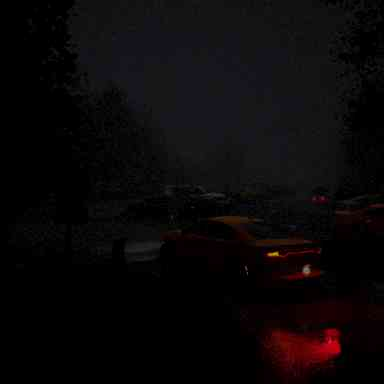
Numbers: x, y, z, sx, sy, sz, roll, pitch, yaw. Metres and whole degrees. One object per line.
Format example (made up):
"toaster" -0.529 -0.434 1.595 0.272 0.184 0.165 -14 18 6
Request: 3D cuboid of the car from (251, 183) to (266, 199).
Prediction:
"car" 5.744 0.103 40.074 5.366 1.575 1.946 1 3 24

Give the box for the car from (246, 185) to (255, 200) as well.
"car" 3.432 0.347 34.900 5.366 1.575 1.946 1 3 24

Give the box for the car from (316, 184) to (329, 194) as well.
"car" 22.383 -0.568 56.911 1.882 1.535 5.008 1 2 24

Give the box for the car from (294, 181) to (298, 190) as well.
"car" 18.302 -0.981 67.746 4.892 1.521 2.231 1 2 24

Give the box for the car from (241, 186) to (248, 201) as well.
"car" 2.475 0.474 32.290 4.892 1.521 2.231 1 3 24

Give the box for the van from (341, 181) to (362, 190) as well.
"van" 37.089 -1.567 77.428 4.442 1.987 1.878 1 2 24

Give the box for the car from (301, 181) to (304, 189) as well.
"car" 22.829 -1.367 77.879 5.008 1.535 2.097 1 2 24

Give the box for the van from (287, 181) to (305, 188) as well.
"van" 28.379 -2.000 90.569 4.442 1.987 1.878 1 1 24

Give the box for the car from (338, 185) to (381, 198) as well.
"car" 22.308 -0.096 44.621 5.008 1.535 2.097 1 2 24

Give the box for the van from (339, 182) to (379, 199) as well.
"van" 21.069 -0.224 42.116 4.442 1.987 1.878 1 3 24

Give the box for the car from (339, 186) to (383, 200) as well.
"car" 20.072 0.134 39.559 4.792 1.488 2.163 1 3 24

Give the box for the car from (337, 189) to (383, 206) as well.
"car" 16.635 0.474 32.007 4.792 1.488 2.163 1 3 24

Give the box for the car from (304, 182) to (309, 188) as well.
"car" 26.255 -1.906 85.455 5.566 2.045 2.435 1 2 24

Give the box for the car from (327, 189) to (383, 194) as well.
"car" 13.105 0.798 24.491 5.366 1.575 1.946 1 3 24

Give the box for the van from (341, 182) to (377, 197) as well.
"van" 23.539 -0.416 47.094 4.442 1.987 1.878 1 2 24

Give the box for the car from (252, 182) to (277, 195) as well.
"car" 9.284 -0.335 47.462 4.553 1.767 2.185 1 3 24

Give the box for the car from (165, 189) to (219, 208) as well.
"car" -0.920 0.834 24.693 5.008 1.535 2.097 1 3 24

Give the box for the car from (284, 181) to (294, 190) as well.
"car" 15.875 -0.796 62.753 5.366 1.575 1.946 1 2 24

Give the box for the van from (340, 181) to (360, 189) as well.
"van" 38.059 -1.671 80.172 4.442 1.987 1.878 1 2 24

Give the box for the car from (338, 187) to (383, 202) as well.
"car" 18.996 0.238 37.151 4.792 1.488 2.163 1 3 24

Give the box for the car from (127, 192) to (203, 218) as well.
"car" -2.084 0.983 22.176 4.792 1.488 2.163 1 3 24

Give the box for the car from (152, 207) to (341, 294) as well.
"car" 0.942 1.359 8.600 1.882 1.535 5.008 2 -1 -32

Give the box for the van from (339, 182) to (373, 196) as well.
"van" 24.455 -0.516 49.717 4.442 1.987 1.878 1 2 24

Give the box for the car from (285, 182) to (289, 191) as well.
"car" 13.754 -0.568 57.623 4.792 1.488 2.163 1 2 24

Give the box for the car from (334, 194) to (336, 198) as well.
"car" 10.989 1.074 19.375 4.792 1.488 2.163 1 3 24

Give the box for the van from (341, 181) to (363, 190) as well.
"van" 36.011 -1.476 75.014 4.442 1.987 1.878 1 2 24

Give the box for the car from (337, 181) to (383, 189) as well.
"car" 15.557 0.314 29.445 5.566 2.045 2.435 1 3 24

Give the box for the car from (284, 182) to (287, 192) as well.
"car" 12.623 -0.472 55.090 4.792 1.488 2.163 1 2 24

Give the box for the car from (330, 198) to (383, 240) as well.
"car" 8.803 1.279 14.423 5.008 1.535 2.097 1 3 24

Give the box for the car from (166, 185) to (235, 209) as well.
"car" 0.231 0.463 27.204 5.566 2.045 2.435 1 3 24

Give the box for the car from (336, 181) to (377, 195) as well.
"car" 25.665 -0.635 52.207 5.566 2.045 2.435 1 2 24

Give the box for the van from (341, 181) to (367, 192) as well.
"van" 31.494 -1.092 64.903 4.442 1.987 1.878 1 2 24

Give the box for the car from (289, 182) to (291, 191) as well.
"car" 14.886 -0.664 60.157 4.792 1.488 2.163 1 2 24

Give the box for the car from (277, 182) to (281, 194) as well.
"car" 10.413 -0.279 49.999 4.792 1.488 2.163 1 2 24

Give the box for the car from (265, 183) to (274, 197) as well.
"car" 7.164 0.000 42.343 5.366 1.575 1.946 1 3 24

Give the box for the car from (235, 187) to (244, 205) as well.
"car" 1.507 0.593 29.684 5.366 1.575 1.946 1 3 24

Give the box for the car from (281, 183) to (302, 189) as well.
"car" 23.968 -1.423 80.410 4.674 1.452 2.002 1 2 24

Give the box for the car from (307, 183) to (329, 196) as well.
"car" 18.185 -0.197 47.515 2.128 1.511 4.902 1 2 24

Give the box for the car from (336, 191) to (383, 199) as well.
"car" 9.966 1.034 16.930 4.553 1.767 2.185 1 3 24

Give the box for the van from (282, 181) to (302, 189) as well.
"van" 24.991 -1.786 82.982 4.442 1.987 1.878 1 2 24

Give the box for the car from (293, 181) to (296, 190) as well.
"car" 17.182 -0.885 65.208 4.892 1.521 2.231 1 2 24

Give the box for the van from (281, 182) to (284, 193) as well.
"van" 11.625 -0.629 52.488 4.442 1.987 1.878 1 2 24
